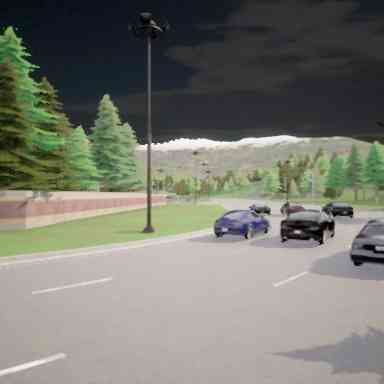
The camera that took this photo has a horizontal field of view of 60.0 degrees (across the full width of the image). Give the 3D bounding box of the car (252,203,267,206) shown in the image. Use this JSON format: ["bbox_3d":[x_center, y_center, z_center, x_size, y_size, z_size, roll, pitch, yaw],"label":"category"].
[{"bbox_3d":[7.624,1.924,37.789,1.895,1.301,4.718,0,-1,3],"label":"car"}]

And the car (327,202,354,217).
[{"bbox_3d":[14.170,1.729,32.648,1.882,1.535,5.008,0,-1,6],"label":"car"}]

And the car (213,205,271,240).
[{"bbox_3d":[2.793,1.686,18.130,1.812,1.442,4.674,0,0,31],"label":"car"}]

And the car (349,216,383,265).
[{"bbox_3d":[6.724,1.629,11.273,2.033,1.411,5.357,-1,-1,36],"label":"car"}]

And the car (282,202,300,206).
[{"bbox_3d":[10.961,1.823,36.355,1.812,1.442,4.674,0,-1,4],"label":"car"}]

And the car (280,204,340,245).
[{"bbox_3d":[5.879,1.612,16.610,1.882,1.535,5.008,0,0,31],"label":"car"}]
